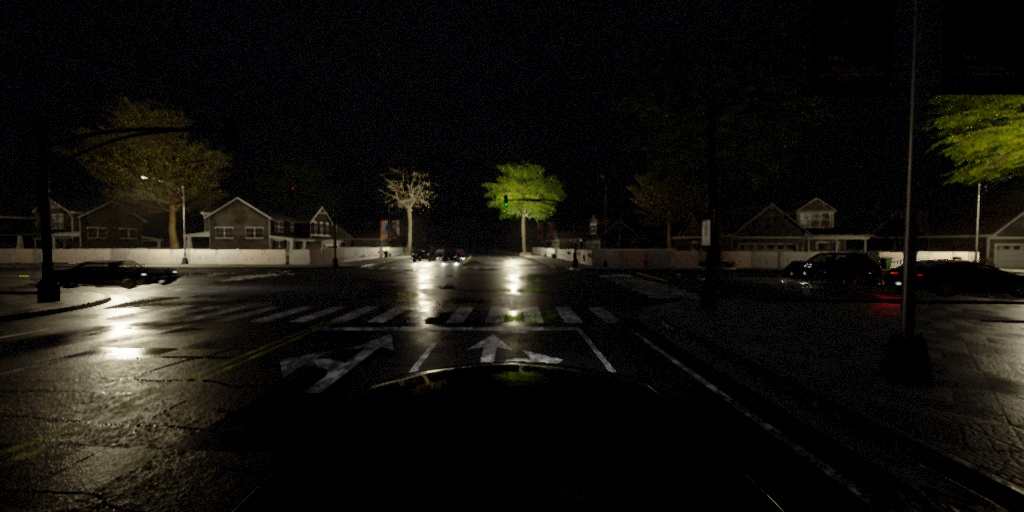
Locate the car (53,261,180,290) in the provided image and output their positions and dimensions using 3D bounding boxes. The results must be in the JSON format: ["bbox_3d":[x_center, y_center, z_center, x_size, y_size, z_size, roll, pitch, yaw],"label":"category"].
[{"bbox_3d":[-18.993,0.885,17.277,4.718,1.301,1.895,0,2,3],"label":"car"}]

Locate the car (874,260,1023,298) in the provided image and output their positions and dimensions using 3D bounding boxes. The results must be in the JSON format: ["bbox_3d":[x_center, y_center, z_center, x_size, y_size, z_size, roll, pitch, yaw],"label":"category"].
[{"bbox_3d":[19.102,0.943,15.345,4.892,1.490,1.837,0,2,3],"label":"car"}]

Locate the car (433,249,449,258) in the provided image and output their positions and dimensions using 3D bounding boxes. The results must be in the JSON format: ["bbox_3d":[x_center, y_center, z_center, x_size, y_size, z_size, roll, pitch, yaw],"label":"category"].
[{"bbox_3d":[-12.051,-0.504,61.266,2.033,1.411,5.357,0,2,-5],"label":"car"}]

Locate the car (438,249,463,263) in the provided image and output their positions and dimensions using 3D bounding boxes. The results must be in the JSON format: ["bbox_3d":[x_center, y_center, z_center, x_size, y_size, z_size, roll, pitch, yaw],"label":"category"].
[{"bbox_3d":[-7.461,-0.007,43.851,1.837,1.490,4.892,0,2,-3],"label":"car"}]

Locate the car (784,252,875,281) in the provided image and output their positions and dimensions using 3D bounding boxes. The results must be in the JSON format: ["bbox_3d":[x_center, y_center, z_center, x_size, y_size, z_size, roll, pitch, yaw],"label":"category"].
[{"bbox_3d":[19.442,0.559,21.926,4.553,1.767,2.097,0,2,3],"label":"car"}]

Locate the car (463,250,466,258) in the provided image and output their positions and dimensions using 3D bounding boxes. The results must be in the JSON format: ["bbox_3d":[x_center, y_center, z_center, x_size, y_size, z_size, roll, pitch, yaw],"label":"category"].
[{"bbox_3d":[-8.695,-0.454,60.134,1.994,1.385,4.181,0,2,-5],"label":"car"}]

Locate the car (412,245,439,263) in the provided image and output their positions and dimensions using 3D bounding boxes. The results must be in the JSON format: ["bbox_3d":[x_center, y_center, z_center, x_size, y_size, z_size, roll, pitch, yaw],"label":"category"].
[{"bbox_3d":[-10.721,-0.293,44.017,2.150,2.045,5.566,0,2,-3],"label":"car"}]
